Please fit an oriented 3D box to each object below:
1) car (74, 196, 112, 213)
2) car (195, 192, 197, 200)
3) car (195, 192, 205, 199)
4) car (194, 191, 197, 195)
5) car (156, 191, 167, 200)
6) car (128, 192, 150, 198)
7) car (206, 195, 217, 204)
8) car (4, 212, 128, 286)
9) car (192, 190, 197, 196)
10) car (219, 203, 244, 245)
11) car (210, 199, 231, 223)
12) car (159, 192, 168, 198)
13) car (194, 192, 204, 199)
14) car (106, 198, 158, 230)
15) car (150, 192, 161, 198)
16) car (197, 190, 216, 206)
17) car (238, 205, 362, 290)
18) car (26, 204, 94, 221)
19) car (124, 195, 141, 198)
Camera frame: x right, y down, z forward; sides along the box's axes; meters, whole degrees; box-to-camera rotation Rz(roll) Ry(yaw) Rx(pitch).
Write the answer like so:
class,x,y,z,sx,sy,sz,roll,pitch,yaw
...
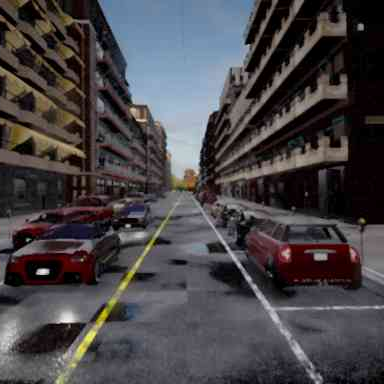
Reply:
class,x,y,z,sx,sy,sz,roll,pitch,yaw
car,-5.961,1.157,19.743,2.192,1.841,5.009,0,1,-1
car,1.907,0.963,53.241,2.008,1.369,4.403,0,1,-1
car,1.651,0.790,69.941,2.008,1.369,4.403,0,1,-1
car,1.822,0.899,58.807,1.887,1.381,4.507,0,1,-1
car,-6.727,0.636,69.845,2.192,1.841,5.009,0,1,-1
car,-6.217,0.981,36.443,2.192,1.841,5.009,0,1,-1
car,2.330,1.226,25.575,1.752,1.417,4.829,0,1,-1
car,-3.220,1.495,9.098,1.994,1.385,4.181,-1,1,-1
car,1.737,0.612,64.371,2.192,1.841,5.009,0,1,-1
car,2.502,1.372,14.272,2.008,1.369,4.403,0,1,-1
car,2.417,1.312,19.839,2.008,1.369,4.403,0,1,-1
car,-6.898,0.789,80.982,1.802,1.307,4.206,0,1,-1
car,1.566,0.749,75.509,1.947,1.339,4.313,0,1,-1
car,-3.377,1.361,20.022,2.033,1.411,5.357,-1,1,-1
car,-6.473,1.059,53.147,1.947,1.339,4.313,0,1,-1
car,2.078,0.842,42.104,2.192,1.841,5.009,0,1,-1
car,2.588,1.320,8.704,1.967,1.590,4.097,0,1,-1
car,-5.877,1.446,14.178,1.887,1.381,4.507,0,1,-1
car,-6.130,1.252,30.709,1.752,1.417,4.829,0,1,-1
